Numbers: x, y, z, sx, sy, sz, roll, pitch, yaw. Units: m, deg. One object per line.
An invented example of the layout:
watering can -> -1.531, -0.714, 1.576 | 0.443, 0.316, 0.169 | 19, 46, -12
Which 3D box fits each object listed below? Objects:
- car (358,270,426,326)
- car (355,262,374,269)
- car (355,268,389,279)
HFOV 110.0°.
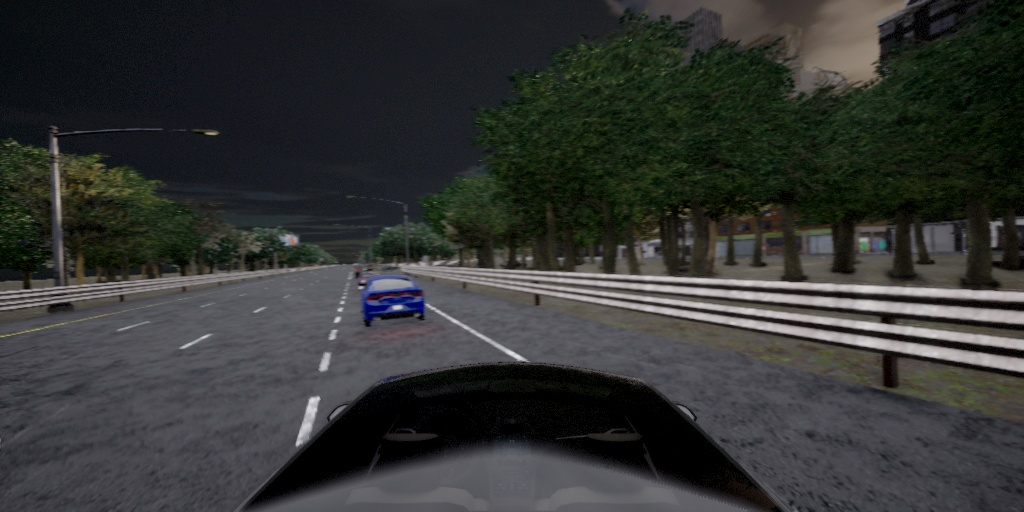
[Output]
car -> -4.434, 1.447, 13.034 | 1.882, 1.535, 5.008 | -2, 0, -24
car -> -19.388, 1.855, 47.168 | 2.150, 2.045, 5.566 | -3, 0, -22
car -> -10.980, 1.850, 27.924 | 1.895, 1.301, 4.718 | -2, 0, -24
